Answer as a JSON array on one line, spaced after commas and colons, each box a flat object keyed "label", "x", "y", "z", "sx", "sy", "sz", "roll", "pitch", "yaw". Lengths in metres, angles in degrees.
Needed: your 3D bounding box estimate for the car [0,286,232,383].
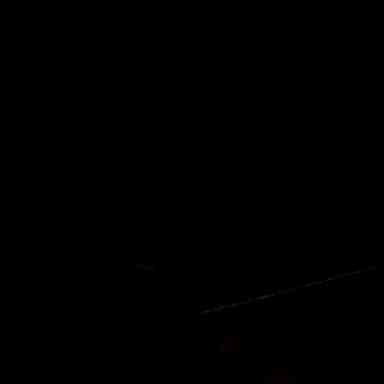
[{"label": "car", "x": -2.187, "y": 1.547, "z": 2.304, "sx": 5.357, "sy": 1.411, "sz": 2.033, "roll": 0, "pitch": 0, "yaw": -36}]
